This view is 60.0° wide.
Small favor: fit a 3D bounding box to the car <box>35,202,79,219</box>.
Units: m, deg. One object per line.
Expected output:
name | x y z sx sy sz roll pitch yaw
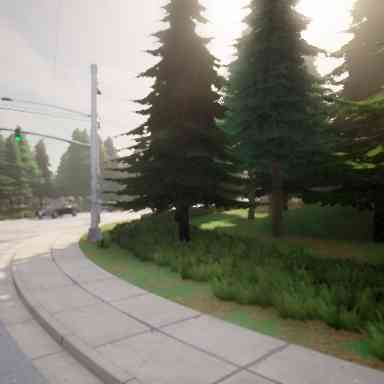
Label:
car | -12.787 1.696 31.844 2.128 1.511 4.902 0 0 15
